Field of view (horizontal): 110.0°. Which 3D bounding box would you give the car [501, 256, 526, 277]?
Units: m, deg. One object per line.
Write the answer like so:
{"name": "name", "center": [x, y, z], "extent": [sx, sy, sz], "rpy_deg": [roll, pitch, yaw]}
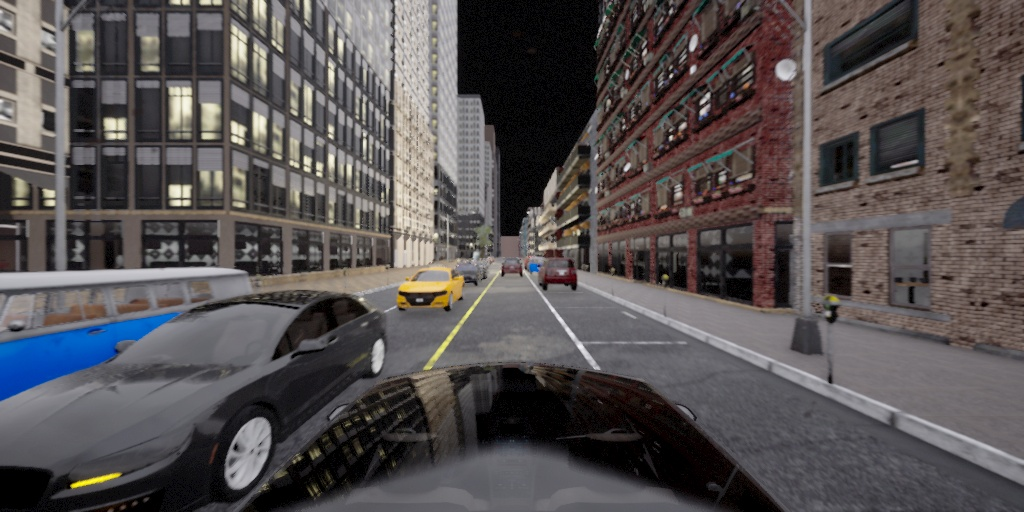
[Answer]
{"name": "car", "center": [0.011, 1.031, 35.043], "extent": [2.097, 1.767, 4.553], "rpy_deg": [0, 0, 0]}

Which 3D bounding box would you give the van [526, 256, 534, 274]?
{"name": "van", "center": [2.695, 1.016, 38.449], "extent": [1.690, 1.789, 3.998], "rpy_deg": [0, 0, 0]}

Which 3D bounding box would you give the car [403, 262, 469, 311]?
{"name": "car", "center": [-3.078, 1.199, 14.470], "extent": [1.882, 1.535, 5.008], "rpy_deg": [0, 0, 0]}

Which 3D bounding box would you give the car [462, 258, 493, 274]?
{"name": "car", "center": [-2.996, 1.193, 30.195], "extent": [2.128, 1.511, 4.902], "rpy_deg": [0, 0, 0]}

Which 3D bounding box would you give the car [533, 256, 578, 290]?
{"name": "car", "center": [2.693, 1.024, 21.796], "extent": [2.192, 1.841, 5.009], "rpy_deg": [0, 0, 0]}

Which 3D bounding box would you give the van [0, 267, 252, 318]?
{"name": "van", "center": [-5.690, 1.080, 5.143], "extent": [1.690, 1.789, 3.998], "rpy_deg": [0, 0, 0]}

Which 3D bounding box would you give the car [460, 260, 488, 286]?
{"name": "car", "center": [-3.074, 1.246, 25.035], "extent": [2.033, 1.411, 5.357], "rpy_deg": [0, 0, 0]}

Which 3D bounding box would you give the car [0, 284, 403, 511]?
{"name": "car", "center": [-3.084, 1.248, 4.482], "extent": [1.837, 1.490, 4.892], "rpy_deg": [0, 0, 0]}
